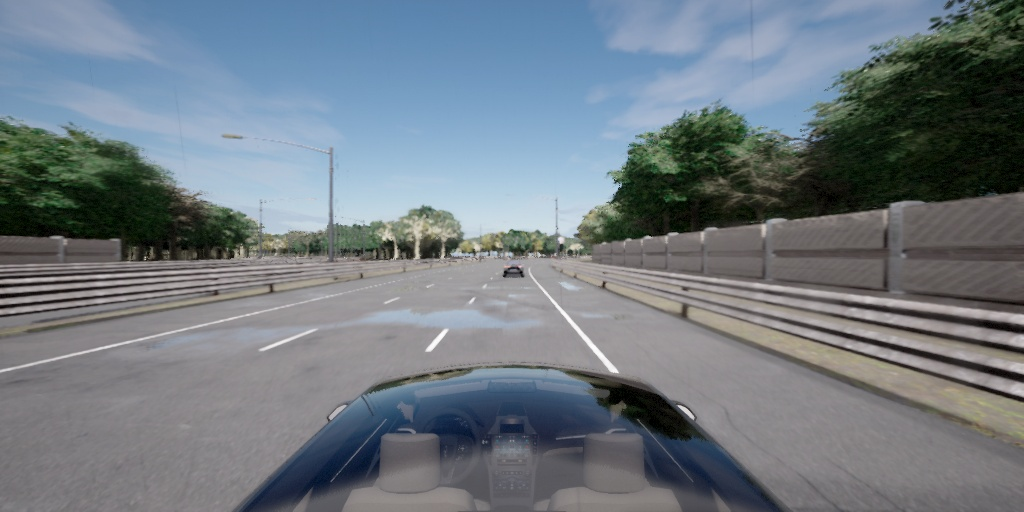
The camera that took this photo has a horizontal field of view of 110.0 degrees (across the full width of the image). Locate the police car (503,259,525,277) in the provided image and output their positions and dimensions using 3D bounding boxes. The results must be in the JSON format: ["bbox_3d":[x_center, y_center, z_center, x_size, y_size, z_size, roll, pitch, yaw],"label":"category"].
[{"bbox_3d":[0.193,1.125,34.078,2.038,1.542,4.974,0,0,1],"label":"police car"}]
